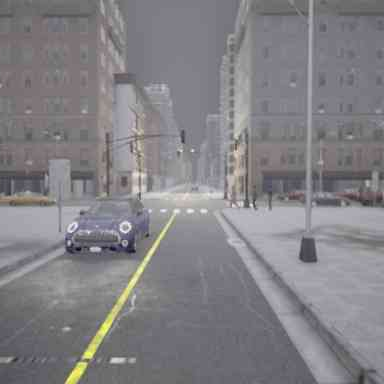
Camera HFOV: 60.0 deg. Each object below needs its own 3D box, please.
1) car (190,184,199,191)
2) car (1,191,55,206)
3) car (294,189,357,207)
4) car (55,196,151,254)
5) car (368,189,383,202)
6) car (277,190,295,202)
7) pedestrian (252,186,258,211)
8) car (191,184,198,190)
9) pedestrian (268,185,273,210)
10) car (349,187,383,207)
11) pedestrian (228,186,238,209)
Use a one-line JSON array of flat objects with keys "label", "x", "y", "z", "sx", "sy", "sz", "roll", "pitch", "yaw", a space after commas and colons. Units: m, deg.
[{"label": "car", "x": 0.626, "y": -0.915, "z": 80.473, "sx": 1.812, "sy": 1.442, "sz": 4.674, "roll": 0, "pitch": 2, "yaw": 0}, {"label": "car", "x": -14.677, "y": 0.602, "z": 30.320, "sx": 4.829, "sy": 1.417, "sz": 1.752, "roll": 0, "pitch": 2, "yaw": 0}, {"label": "car", "x": 11.998, "y": 0.664, "z": 30.092, "sx": 4.403, "sy": 1.369, "sz": 2.008, "roll": 0, "pitch": 2, "yaw": 0}, {"label": "car", "x": -2.739, "y": 0.985, "z": 11.751, "sx": 2.097, "sy": 1.767, "sz": 4.553, "roll": 0, "pitch": 2, "yaw": 1}, {"label": "car", "x": 22.886, "y": 0.397, "z": 38.019, "sx": 4.403, "sy": 1.369, "sz": 2.008, "roll": 0, "pitch": 2, "yaw": 0}, {"label": "car", "x": 12.067, "y": 0.376, "z": 38.111, "sx": 4.507, "sy": 1.381, "sz": 1.887, "roll": 0, "pitch": 2, "yaw": 0}, {"label": "pedestrian", "x": 4.545, "y": 0.419, "z": 23.749, "sx": 0.375, "sy": 1.860, "sz": 0.375, "roll": 0, "pitch": 2, "yaw": 0}, {"label": "car", "x": 0.703, "y": -1.371, "z": 90.468, "sx": 1.812, "sy": 1.442, "sz": 4.674, "roll": 0, "pitch": 2, "yaw": 0}, {"label": "pedestrian", "x": 5.700, "y": 0.409, "z": 24.340, "sx": 0.375, "sy": 1.860, "sz": 0.375, "roll": 0, "pitch": 2, "yaw": 0}, {"label": "car", "x": 17.407, "y": 0.436, "z": 30.037, "sx": 5.009, "sy": 1.841, "sz": 2.192, "roll": 0, "pitch": 2, "yaw": 0}, {"label": "pedestrian", "x": 3.088, "y": 0.381, "z": 24.960, "sx": 0.375, "sy": 1.860, "sz": 0.375, "roll": 0, "pitch": 2, "yaw": 0}]
